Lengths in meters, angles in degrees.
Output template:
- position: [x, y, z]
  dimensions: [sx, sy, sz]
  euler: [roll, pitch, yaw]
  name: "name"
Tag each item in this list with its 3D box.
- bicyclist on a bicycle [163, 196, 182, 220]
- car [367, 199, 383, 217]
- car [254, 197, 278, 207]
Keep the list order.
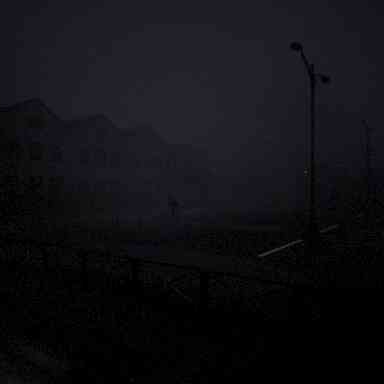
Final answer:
- position: [-1.376, 1.109, 23.031]
  dimensions: [1.656, 1.620, 0.582]
  euler: [0, 0, 35]
  name: "bicyclist on a bicycle"
- position: [15.442, 1.298, 26.798]
  dimensions: [2.007, 1.523, 4.514]
  euler: [0, 0, 35]
  name: "car"
- position: [10.440, 1.356, 46.668]
  dimensions: [2.033, 1.411, 5.357]
  euler: [0, 0, 32]
  name: "car"
